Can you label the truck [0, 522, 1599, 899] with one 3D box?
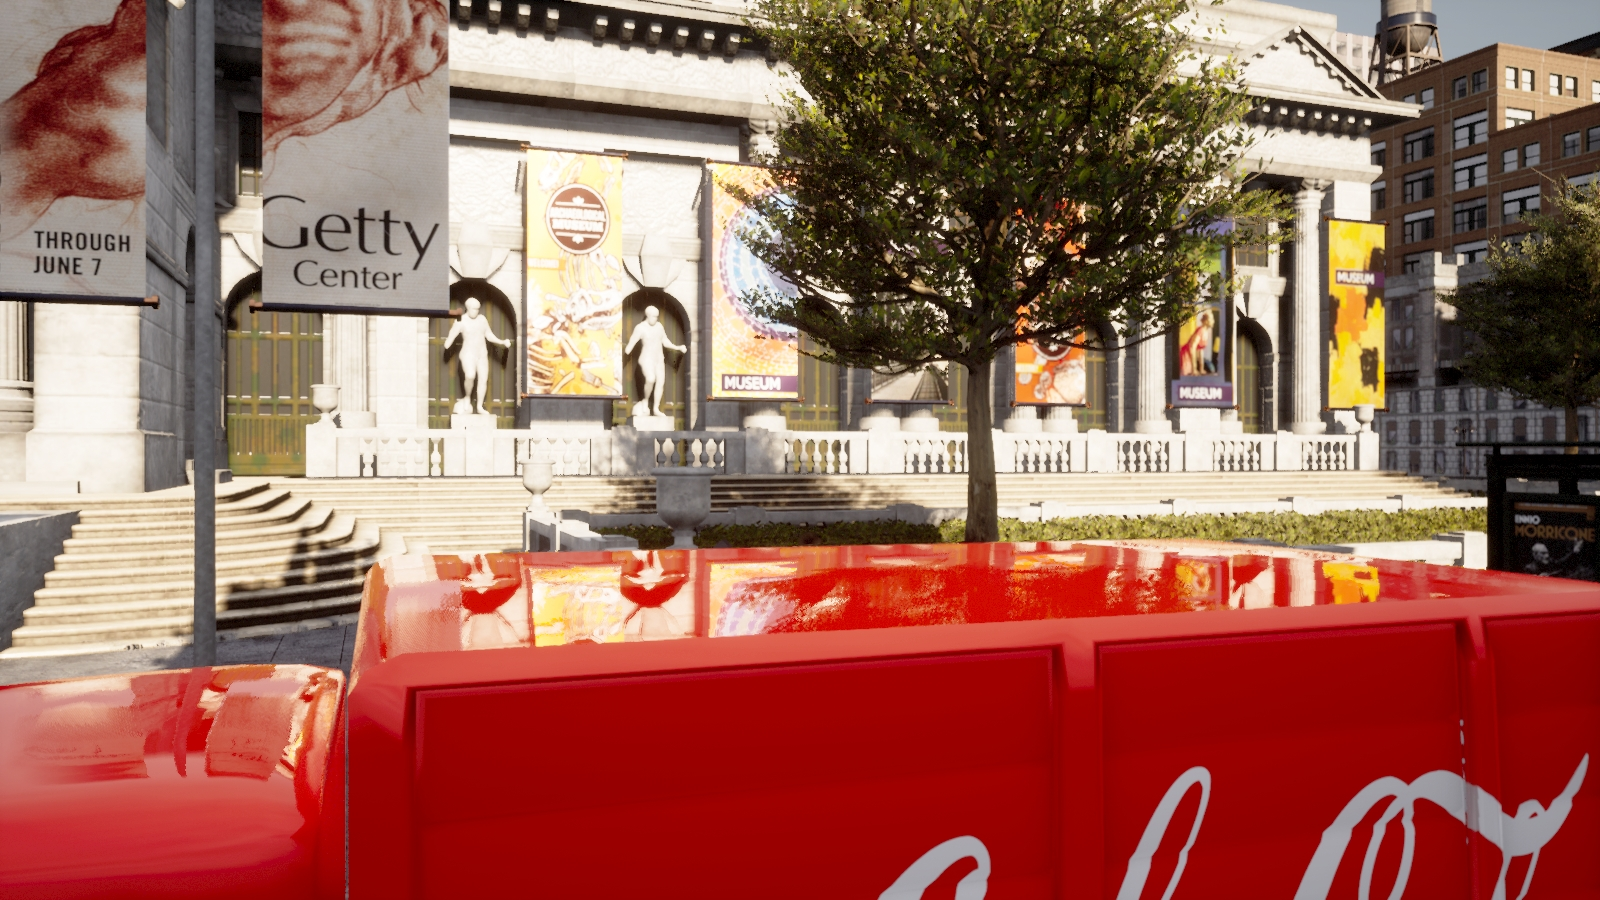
[{"bbox_3d":[-0.370,1.568,3.161,5.204,2.467,2.627,0,0,-20],"label":"truck"}]
